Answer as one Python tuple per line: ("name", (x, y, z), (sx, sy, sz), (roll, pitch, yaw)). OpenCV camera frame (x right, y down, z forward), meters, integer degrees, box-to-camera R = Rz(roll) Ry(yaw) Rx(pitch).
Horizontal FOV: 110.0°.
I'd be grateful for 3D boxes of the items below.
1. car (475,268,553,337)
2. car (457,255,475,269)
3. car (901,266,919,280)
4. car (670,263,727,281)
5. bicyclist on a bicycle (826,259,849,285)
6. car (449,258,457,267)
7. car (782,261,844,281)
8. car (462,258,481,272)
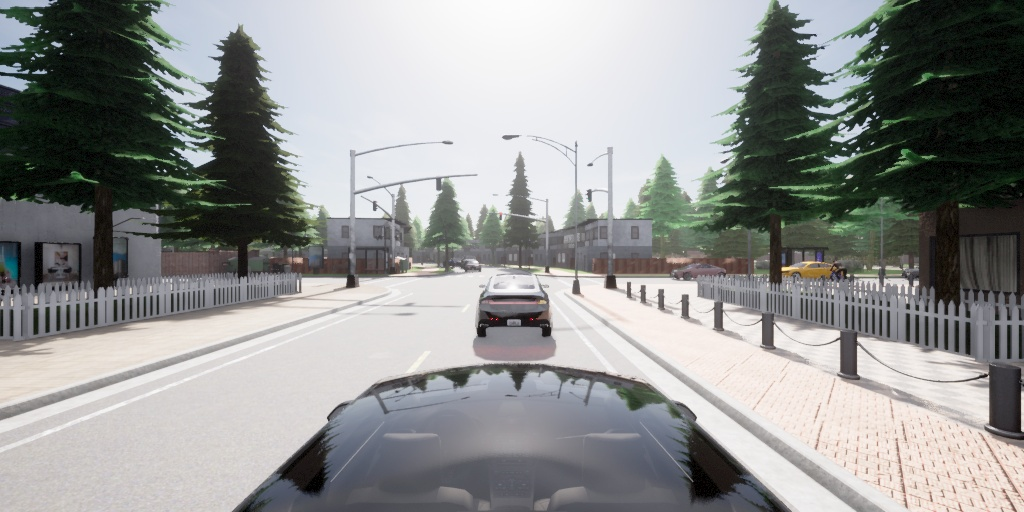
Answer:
("car", (0.059, 1.242, 10.259), (2.128, 1.511, 4.902), (0, 0, 0))
("car", (-6.531, 0.937, 54.543), (2.150, 2.045, 5.566), (0, 0, -15))
("car", (34.555, 1.240, 28.977), (4.892, 1.490, 1.837), (0, 0, 2))
("car", (15.304, 1.299, 29.558), (4.181, 1.385, 1.994), (0, 0, 2))
("bicyclist on a bicycle", (19.892, 1.035, 21.940), (0.582, 1.620, 1.656), (0, 0, 2))
("car", (-9.904, 1.068, 64.113), (2.097, 1.767, 4.553), (0, 0, -24))
("car", (24.183, 1.212, 29.301), (5.008, 1.535, 1.882), (0, 0, 2))
("car", (-4.930, 1.280, 45.379), (1.994, 1.385, 4.181), (0, 0, -7))
